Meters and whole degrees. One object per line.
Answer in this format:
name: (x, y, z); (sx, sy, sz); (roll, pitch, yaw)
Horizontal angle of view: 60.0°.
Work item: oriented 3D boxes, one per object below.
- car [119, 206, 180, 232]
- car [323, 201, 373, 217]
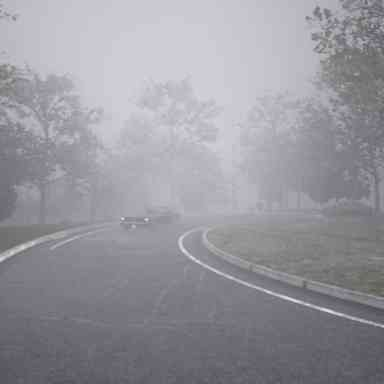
car: (-2.360, 1.513, 19.645); (1.895, 1.301, 4.718); (0, 0, 19)
car: (14.404, 1.537, 30.804); (4.181, 1.385, 1.994); (0, 0, 7)
